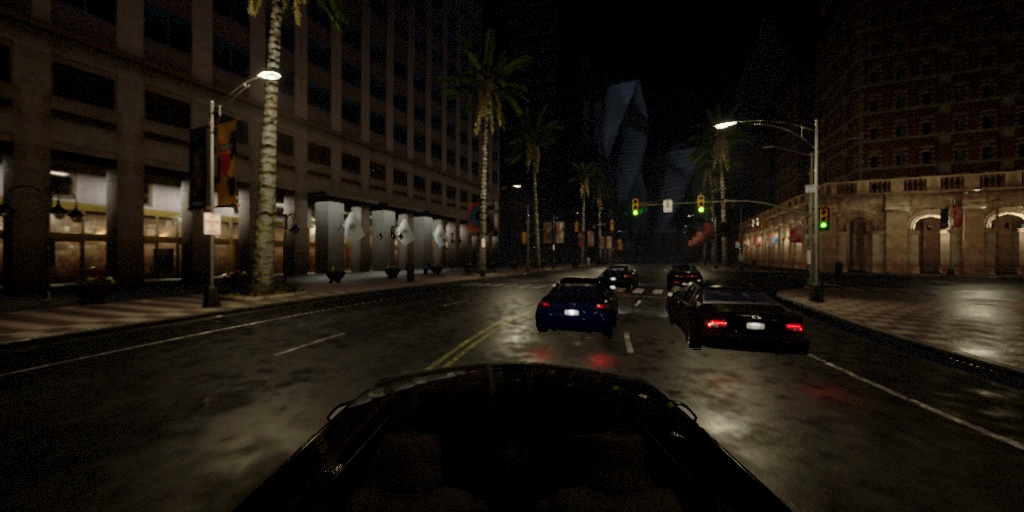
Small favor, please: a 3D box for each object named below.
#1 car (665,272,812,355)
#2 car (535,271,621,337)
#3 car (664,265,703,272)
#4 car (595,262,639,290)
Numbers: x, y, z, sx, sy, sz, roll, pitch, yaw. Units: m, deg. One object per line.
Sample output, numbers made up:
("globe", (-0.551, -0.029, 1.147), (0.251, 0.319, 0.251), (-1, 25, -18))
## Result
("car", (5.061, 1.296, 8.821), (2.033, 1.411, 5.357), (0, 0, 16))
("car", (2.023, 1.307, 10.417), (1.994, 1.385, 4.181), (0, 0, 18))
("car", (10.390, 1.247, 21.738), (1.837, 1.490, 4.892), (0, 1, 24))
("car", (6.747, 1.299, 22.564), (1.994, 1.385, 4.181), (0, 0, 26))
